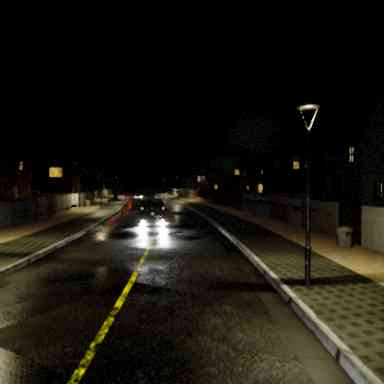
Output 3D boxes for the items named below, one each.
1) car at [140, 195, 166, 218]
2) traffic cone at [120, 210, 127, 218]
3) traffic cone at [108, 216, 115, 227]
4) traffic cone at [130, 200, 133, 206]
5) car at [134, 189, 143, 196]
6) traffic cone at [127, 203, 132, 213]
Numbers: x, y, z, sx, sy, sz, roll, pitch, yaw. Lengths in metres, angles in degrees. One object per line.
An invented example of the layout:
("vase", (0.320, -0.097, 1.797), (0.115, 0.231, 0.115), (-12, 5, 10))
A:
("car", (-2.928, 1.142, 24.913), (1.895, 1.301, 4.718), (0, 1, -6))
("traffic cone", (-4.910, 1.532, 23.406), (0.340, 0.580, 0.340), (0, 1, -6))
("traffic cone", (-4.458, 1.620, 18.487), (0.340, 0.580, 0.340), (0, 1, -5))
("traffic cone", (-6.174, 1.361, 33.205), (0.340, 0.580, 0.340), (0, 1, -9))
("car", (-12.577, 0.102, 77.869), (2.128, 1.511, 4.902), (0, 1, -12))
("traffic cone", (-5.482, 1.446, 28.314), (0.340, 0.580, 0.340), (0, 1, -7))
